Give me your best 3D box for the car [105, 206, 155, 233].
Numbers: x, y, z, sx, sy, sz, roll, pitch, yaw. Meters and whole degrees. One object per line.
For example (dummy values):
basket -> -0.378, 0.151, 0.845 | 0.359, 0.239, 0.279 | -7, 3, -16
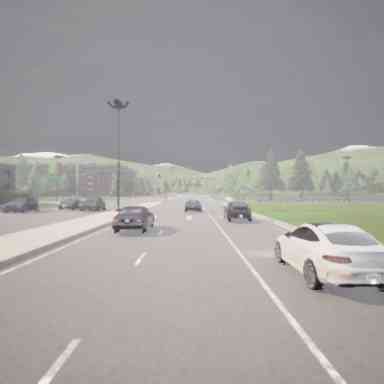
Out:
car -> -3.387, 1.560, 19.926 | 2.033, 1.411, 5.357 | 0, 0, 0

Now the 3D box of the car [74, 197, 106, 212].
car -> -11.532, 1.374, 38.624 | 2.097, 1.767, 4.553 | 0, 0, 0

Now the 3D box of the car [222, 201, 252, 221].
car -> 3.618, 1.522, 26.951 | 1.837, 1.490, 4.892 | 0, 0, 0

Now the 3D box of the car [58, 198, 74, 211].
car -> -15.008, 1.517, 41.486 | 2.128, 1.511, 4.902 | 0, 0, 1

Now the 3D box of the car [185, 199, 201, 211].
car -> 0.127, 1.589, 40.318 | 1.994, 1.385, 4.181 | 0, 0, 0

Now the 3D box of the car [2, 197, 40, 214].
car -> -18.548, 1.372, 36.244 | 2.097, 1.767, 4.553 | 0, 0, 0

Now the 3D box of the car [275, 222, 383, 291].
car -> 3.609, 1.532, 8.925 | 1.812, 1.442, 4.674 | 0, 0, 0
